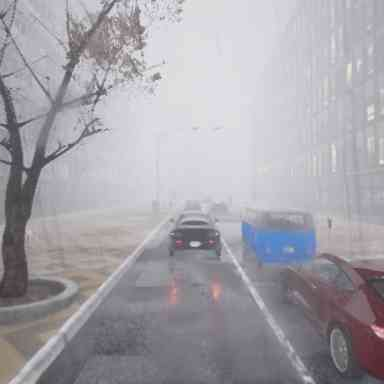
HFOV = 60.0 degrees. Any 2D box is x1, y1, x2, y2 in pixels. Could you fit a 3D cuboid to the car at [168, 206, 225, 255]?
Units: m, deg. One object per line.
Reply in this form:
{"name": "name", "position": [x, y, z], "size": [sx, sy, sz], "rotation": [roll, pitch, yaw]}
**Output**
{"name": "car", "position": [0.097, 1.483, 12.881], "size": [1.812, 1.442, 4.674], "rotation": [0, 0, 0]}

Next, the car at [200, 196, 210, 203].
{"name": "car", "position": [2.581, 1.413, 66.402], "size": [1.802, 1.307, 4.206], "rotation": [1, 0, 0]}

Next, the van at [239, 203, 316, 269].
{"name": "van", "position": [2.583, 1.305, 10.729], "size": [1.690, 1.788, 3.998], "rotation": [1, 0, 0]}

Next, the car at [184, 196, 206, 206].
{"name": "car", "position": [0.101, 1.444, 34.742], "size": [2.033, 1.411, 5.357], "rotation": [0, 0, 0]}

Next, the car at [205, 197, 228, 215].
{"name": "car", "position": [2.580, 1.446, 32.999], "size": [1.887, 1.381, 4.507], "rotation": [1, 0, 0]}

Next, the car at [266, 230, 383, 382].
{"name": "car", "position": [2.578, 1.564, 5.162], "size": [1.802, 1.307, 4.206], "rotation": [1, 0, 0]}
